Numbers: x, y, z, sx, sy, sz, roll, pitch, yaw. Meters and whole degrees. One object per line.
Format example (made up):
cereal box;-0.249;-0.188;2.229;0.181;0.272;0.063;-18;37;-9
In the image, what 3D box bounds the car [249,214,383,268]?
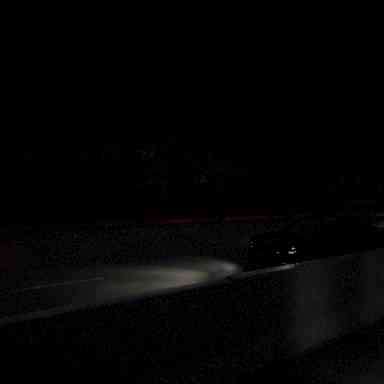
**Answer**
car;4.055;1.475;10.353;5.008;1.535;1.882;0;0;-29
